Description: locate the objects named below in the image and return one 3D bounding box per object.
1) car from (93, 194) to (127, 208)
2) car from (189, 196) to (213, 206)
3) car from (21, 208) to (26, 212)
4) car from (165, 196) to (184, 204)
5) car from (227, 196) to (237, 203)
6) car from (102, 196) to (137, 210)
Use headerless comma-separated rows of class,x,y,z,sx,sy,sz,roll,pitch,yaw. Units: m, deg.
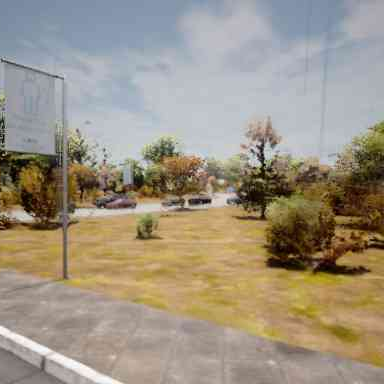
car,-11.903,1.347,49.455,2.150,2.045,5.566,0,0,39
car,1.492,1.390,54.811,1.882,1.535,5.008,0,1,37
car,-18.518,1.792,41.212,1.895,1.301,4.718,0,0,39
car,-3.257,1.476,54.616,2.128,1.511,4.902,0,1,39
car,7.919,1.323,57.628,2.033,1.411,5.357,0,1,35
car,-9.773,1.643,46.505,1.812,1.442,4.674,0,0,38
